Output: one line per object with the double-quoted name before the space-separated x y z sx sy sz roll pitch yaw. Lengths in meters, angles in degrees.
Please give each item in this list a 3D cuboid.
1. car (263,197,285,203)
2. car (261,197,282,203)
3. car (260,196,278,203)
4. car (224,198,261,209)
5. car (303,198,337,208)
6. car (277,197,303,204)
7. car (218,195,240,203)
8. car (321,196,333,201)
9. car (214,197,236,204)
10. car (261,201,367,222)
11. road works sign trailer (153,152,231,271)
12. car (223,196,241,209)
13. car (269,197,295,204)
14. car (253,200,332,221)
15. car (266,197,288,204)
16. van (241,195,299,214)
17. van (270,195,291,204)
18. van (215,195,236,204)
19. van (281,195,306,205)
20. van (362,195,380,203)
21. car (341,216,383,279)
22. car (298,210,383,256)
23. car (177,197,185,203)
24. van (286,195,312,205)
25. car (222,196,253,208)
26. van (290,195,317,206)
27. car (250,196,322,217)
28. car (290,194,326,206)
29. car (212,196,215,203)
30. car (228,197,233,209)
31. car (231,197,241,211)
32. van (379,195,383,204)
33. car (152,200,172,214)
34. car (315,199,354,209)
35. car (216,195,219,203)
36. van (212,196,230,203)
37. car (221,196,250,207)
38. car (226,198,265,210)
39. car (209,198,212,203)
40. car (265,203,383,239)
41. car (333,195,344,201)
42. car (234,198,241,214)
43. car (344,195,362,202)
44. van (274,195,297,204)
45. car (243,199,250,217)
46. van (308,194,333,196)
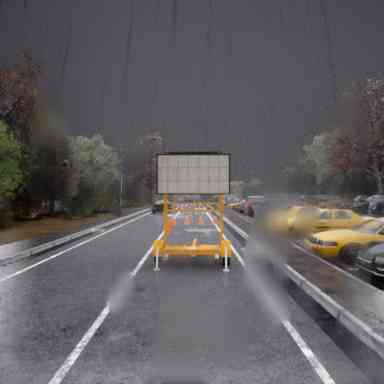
"car" 20.515 2.085 83.284 5.008 1.535 2.097 0 -1 0
"car" 20.536 2.147 86.179 5.008 1.535 2.097 0 -1 0
"car" 20.530 2.079 88.827 4.553 1.767 2.185 0 -1 0
"car" 7.167 1.652 47.502 4.892 1.521 2.231 0 0 0
"car" 20.291 1.713 52.836 4.674 1.452 2.002 0 0 0
"car" 20.422 1.789 69.438 5.008 1.535 2.097 0 -1 0
"car" 7.008 1.663 50.280 5.366 1.575 1.946 0 0 0
"car" 20.225 1.628 44.527 5.008 1.535 2.097 0 0 0
"car" 7.382 1.958 75.241 4.674 1.452 2.002 0 -1 0
"car" 7.152 1.521 19.748 5.366 1.575 1.946 0 0 0
"road works sign trailer" 0.055 0.483 10.959 2.380 3.560 2.880 0 0 3
"car" 6.946 1.619 41.952 5.366 1.575 1.946 0 0 0
"car" 20.273 1.904 74.976 5.366 1.575 1.946 0 -1 0
"car" 6.981 1.527 22.517 4.892 1.521 2.231 0 0 0
"car" 20.493 2.027 80.514 4.892 1.521 2.231 0 -1 0
"van" 7.165 1.336 30.846 4.442 1.987 1.878 0 0 0
"van" 20.595 1.741 77.749 4.442 1.987 1.878 0 -1 0
"van" 7.242 1.633 72.472 4.442 1.987 1.878 0 -1 0
"van" 20.280 1.522 66.822 4.442 1.987 1.878 0 -1 0
"van" 20.031 1.344 33.448 4.442 1.987 1.878 0 0 0
"car" 6.890 1.554 8.648 4.892 1.521 2.231 0 0 0
"car" 6.719 1.540 11.425 5.366 1.575 1.946 0 0 0
"car" -2.867 2.164 85.614 1.837 1.490 4.892 0 -2 0
"van" 20.492 1.506 63.918 4.442 1.987 1.878 0 0 0
"car" 7.183 1.555 53.055 4.553 1.767 2.185 0 0 0
"van" 20.472 1.492 61.273 4.442 1.987 1.878 0 0 0
"car" 7.039 1.409 25.297 4.553 1.767 2.185 0 0 0
"car" 20.307 1.452 58.503 5.566 2.045 2.435 0 0 0
"car" 7.346 1.504 66.936 5.566 2.045 2.435 0 0 0
"car" 7.082 1.636 39.174 4.792 1.488 2.163 0 0 0
"car" 7.061 1.621 36.398 4.792 1.488 2.163 0 0 0
"van" 20.244 1.329 30.676 4.442 1.987 1.878 0 0 0
"car" -3.263 1.580 36.827 1.882 1.535 5.008 0 0 0
"car" 20.255 1.684 47.421 4.674 1.452 2.002 0 0 0
"car" 7.250 1.711 58.607 5.008 1.535 2.097 0 0 0
"van" 7.579 1.930 86.348 4.442 1.987 1.878 0 -1 0
"car" 7.204 1.570 55.831 4.553 1.767 2.185 0 0 0
"car" 7.159 1.637 44.726 4.892 1.521 2.231 0 0 0
"car" 7.447 2.097 83.568 5.008 1.535 2.097 0 -1 0
"car" 6.761 1.524 17.098 5.366 1.575 1.946 0 0 0
"car" 20.162 1.348 38.987 5.566 2.045 2.435 0 0 0
"car" 7.040 1.607 33.622 4.792 1.488 2.163 0 0 0
"car" 20.141 1.333 36.217 5.566 2.045 2.435 0 0 0
"van" 20.320 1.622 72.213 4.442 1.987 1.878 0 -1 0
"car" 7.058 1.577 28.069 4.792 1.488 2.163 0 0 0
"van" 20.390 1.433 50.192 4.442 1.987 1.878 0 0 0
